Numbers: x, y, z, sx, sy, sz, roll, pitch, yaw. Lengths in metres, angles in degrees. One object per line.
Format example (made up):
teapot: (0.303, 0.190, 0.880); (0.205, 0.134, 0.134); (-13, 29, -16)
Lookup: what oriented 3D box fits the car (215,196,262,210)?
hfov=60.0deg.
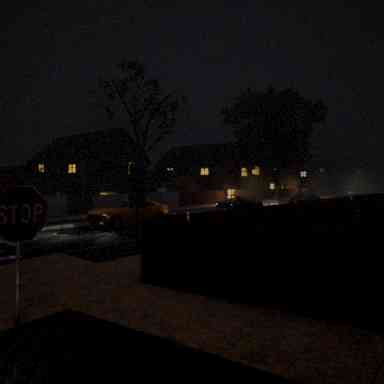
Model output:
car: (3.934, 0.996, 27.810); (1.895, 1.301, 4.718); (2, 2, 40)

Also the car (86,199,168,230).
car: (-3.570, 1.127, 18.982); (1.882, 1.535, 5.008); (2, 2, 40)

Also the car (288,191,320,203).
car: (13.020, 0.643, 38.440); (2.033, 1.411, 5.357); (2, 2, 41)
